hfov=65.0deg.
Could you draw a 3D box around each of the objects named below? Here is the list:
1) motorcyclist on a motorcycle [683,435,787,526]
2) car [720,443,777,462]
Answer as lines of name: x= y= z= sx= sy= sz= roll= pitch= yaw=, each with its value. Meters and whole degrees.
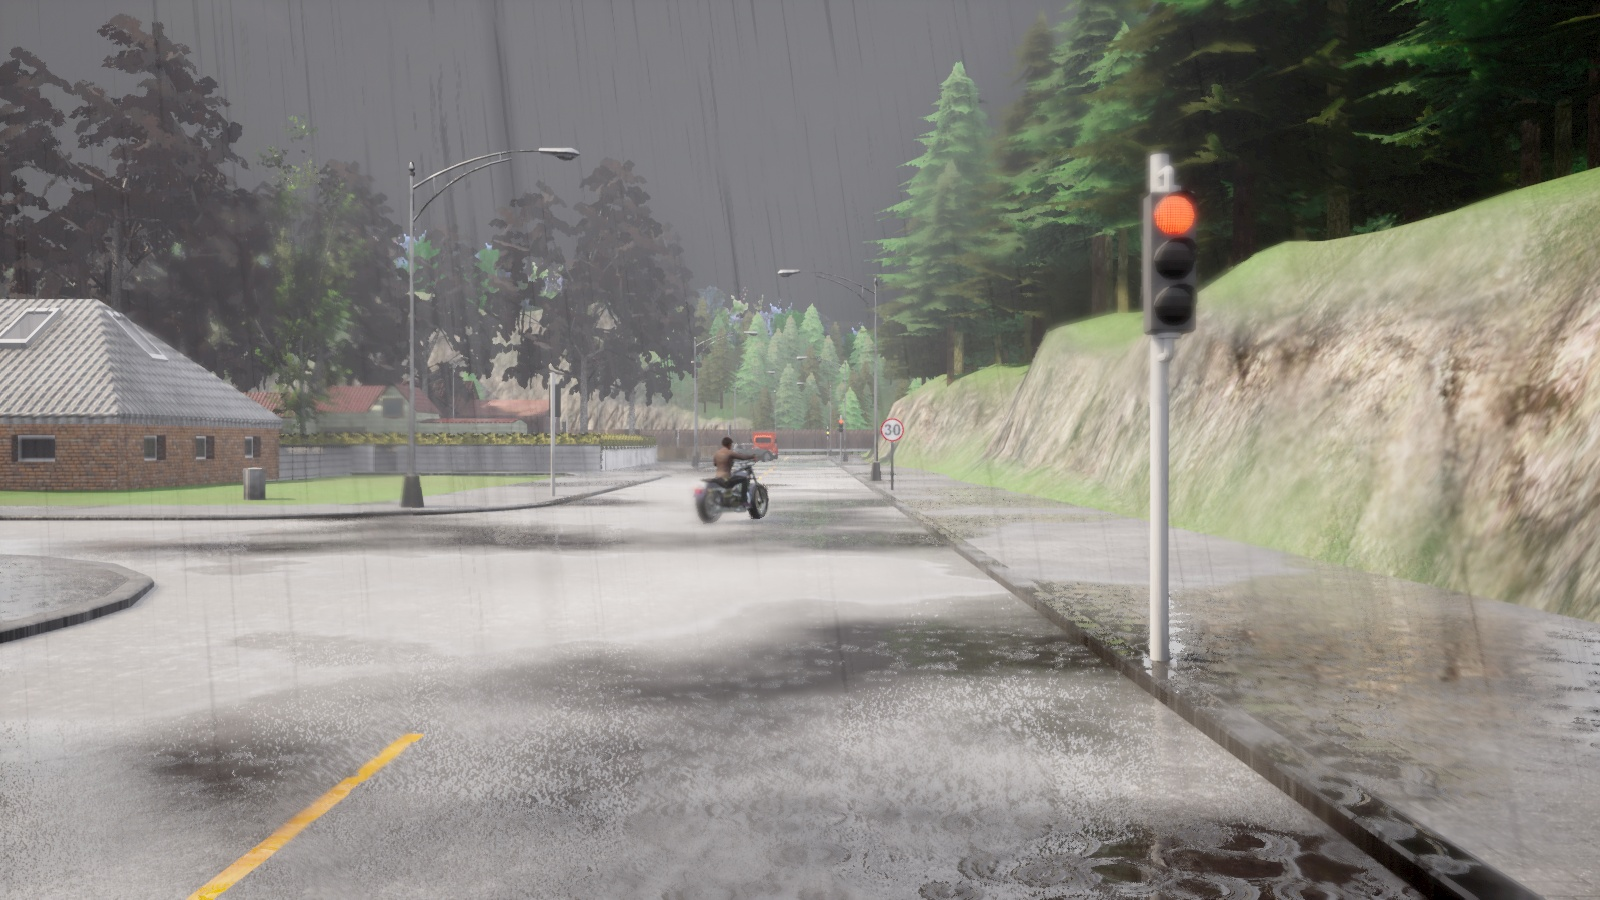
motorcyclist on a motorcycle: x=-1.204 y=0.561 z=23.941 sx=0.766 sy=1.649 sz=2.350 roll=-1 pitch=0 yaw=31
car: x=-3.897 y=0.172 z=95.028 sx=3.806 sy=1.475 sz=1.970 roll=0 pitch=0 yaw=-33
